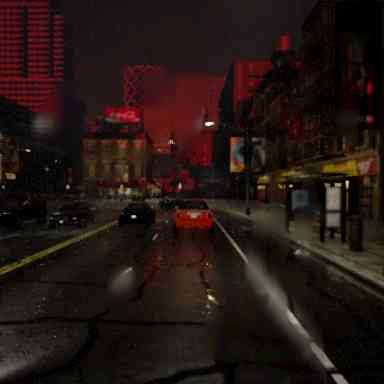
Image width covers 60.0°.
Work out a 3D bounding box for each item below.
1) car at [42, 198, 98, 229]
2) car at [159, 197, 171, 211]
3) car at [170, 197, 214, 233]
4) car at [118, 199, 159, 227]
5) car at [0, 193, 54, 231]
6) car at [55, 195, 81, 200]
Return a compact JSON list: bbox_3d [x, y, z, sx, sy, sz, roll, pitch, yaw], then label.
[{"bbox_3d":[-7.221,1.365,20.643,1.837,1.490,4.892,0,0,-1],"label":"car"},{"bbox_3d":[-2.466,1.243,36.950,2.128,1.511,4.902,0,0,-18],"label":"car"},{"bbox_3d":[0.089,1.225,18.829,2.097,1.767,4.553,0,0,0],"label":"car"},{"bbox_3d":[-3.481,1.418,21.566,1.994,1.385,4.181,0,0,-2],"label":"car"},{"bbox_3d":[-10.617,1.087,19.863,2.150,2.045,5.566,0,0,0],"label":"car"},{"bbox_3d":[-23.974,1.157,65.138,4.718,1.301,1.895,0,0,30],"label":"car"}]
